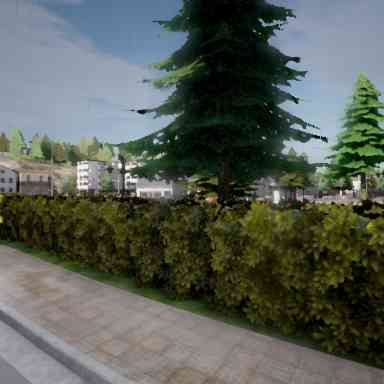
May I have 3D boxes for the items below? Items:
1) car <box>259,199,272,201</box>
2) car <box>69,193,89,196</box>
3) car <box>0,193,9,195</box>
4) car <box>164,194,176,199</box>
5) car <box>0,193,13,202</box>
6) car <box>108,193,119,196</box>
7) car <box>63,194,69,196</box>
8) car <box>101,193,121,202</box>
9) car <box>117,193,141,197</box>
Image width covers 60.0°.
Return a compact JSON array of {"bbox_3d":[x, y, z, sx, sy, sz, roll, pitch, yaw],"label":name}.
[{"bbox_3d":[9.911,1.477,44.328,1.882,1.535,5.008,0,0,45],"label":"car"},{"bbox_3d":[-26.518,1.153,81.212,5.027,1.636,2.152,0,0,-45],"label":"car"},{"bbox_3d":[-23.116,1.330,40.896,5.027,1.636,2.152,0,0,-45],"label":"car"},{"bbox_3d":[-2.220,1.221,37.411,5.566,2.045,2.150,0,0,-45],"label":"car"},{"bbox_3d":[-41.124,1.096,71.276,4.605,1.855,1.932,0,0,-45],"label":"car"},{"bbox_3d":[-15.227,1.097,70.296,4.605,1.855,1.932,0,0,-45],"label":"car"},{"bbox_3d":[-31.244,1.231,85.565,3.806,1.475,1.970,0,0,-45],"label":"car"},{"bbox_3d":[-17.556,1.076,72.081,3.866,1.878,1.905,0,0,-45],"label":"car"},{"bbox_3d":[-9.691,1.384,53.866,3.806,1.475,1.970,0,0,-45],"label":"car"}]
